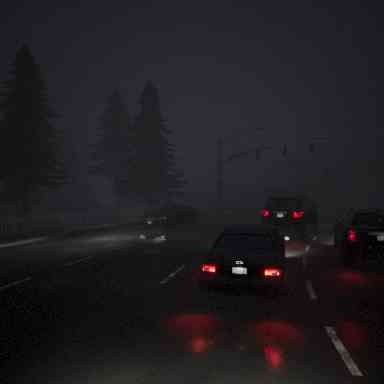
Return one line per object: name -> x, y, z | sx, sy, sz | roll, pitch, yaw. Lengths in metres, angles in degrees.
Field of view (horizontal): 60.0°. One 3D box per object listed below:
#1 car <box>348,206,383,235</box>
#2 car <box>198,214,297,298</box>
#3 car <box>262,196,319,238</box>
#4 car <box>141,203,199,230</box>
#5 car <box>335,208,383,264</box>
car -> 10.675, 1.601, 19.599 | 1.895, 1.301, 4.718 | 0, 0, 35
car -> 1.545, 1.546, 8.773 | 2.033, 1.411, 5.357 | 0, 0, 15
car -> 5.481, 1.219, 18.222 | 2.150, 2.045, 5.566 | 0, 0, 28
car -> -1.248, 1.487, 21.068 | 2.128, 1.511, 4.902 | 0, 0, 29
car -> 6.227, 1.352, 11.604 | 2.097, 1.767, 4.553 | 0, 0, 20
